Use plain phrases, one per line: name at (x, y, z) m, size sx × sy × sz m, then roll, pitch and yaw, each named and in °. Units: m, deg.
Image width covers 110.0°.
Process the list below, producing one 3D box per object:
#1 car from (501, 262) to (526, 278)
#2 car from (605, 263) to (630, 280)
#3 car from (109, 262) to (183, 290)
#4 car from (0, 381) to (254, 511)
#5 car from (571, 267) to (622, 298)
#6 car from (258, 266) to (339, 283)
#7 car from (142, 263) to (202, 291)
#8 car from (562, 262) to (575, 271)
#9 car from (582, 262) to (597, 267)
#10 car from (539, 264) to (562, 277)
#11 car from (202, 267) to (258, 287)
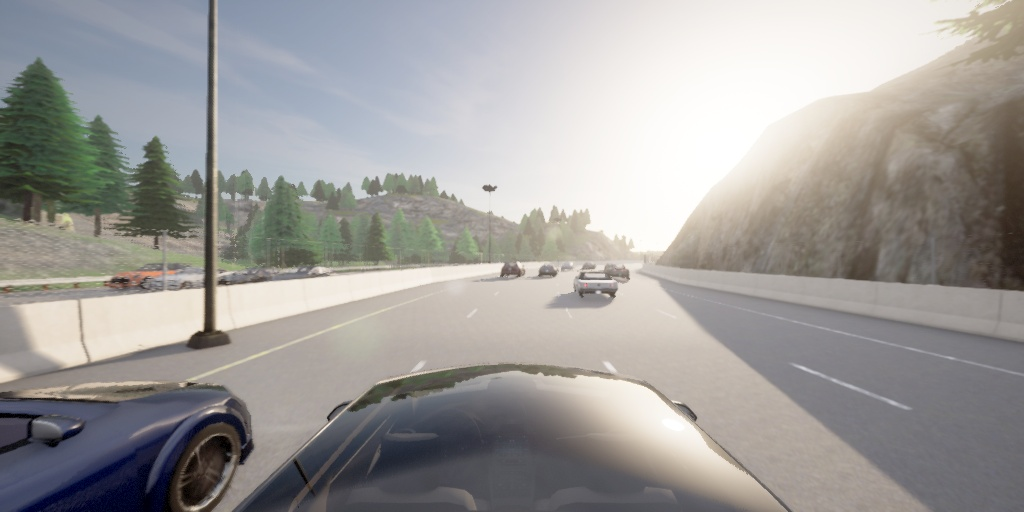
car at (0.196, 1.376, 38.696) m, size 2.097 × 1.767 × 4.553 m, roll 0°, pitch 0°, yaw 11°
car at (10.082, 1.498, 34.459) m, size 2.128 × 1.511 × 4.902 m, roll 0°, pitch -1°, yaw 10°
car at (-23.401, 1.226, 23.766) m, size 2.097 × 1.767 × 4.553 m, roll 0°, pitch 0°, yaw 6°
car at (-3.317, 1.307, 1.521) m, size 1.994 × 1.385 × 4.181 m, roll 0°, pitch 0°, yaw -1°
car at (4.468, 1.491, 19.788) m, size 1.895 × 1.301 × 4.718 m, roll 0°, pitch 0°, yaw 6°
car at (-12.955, 1.381, 22.711) m, size 2.128 × 1.511 × 4.902 m, roll 0°, pitch -1°, yaw 6°
car at (-19.976, 1.401, 22.859) m, size 1.812 × 1.442 × 4.674 m, roll 0°, pitch -1°, yaw 6°
car at (9.589, 1.729, 61.086) m, size 1.812 × 1.442 × 4.674 m, roll 0°, pitch -1°, yaw 18°
car at (13.644, 1.772, 63.165) m, size 2.033 × 1.411 × 5.357 m, roll 0°, pitch -1°, yaw 22°
car at (4.237, 1.610, 41.037) m, size 1.994 × 1.385 × 4.181 m, roll 0°, pitch -1°, yaw 12°
car at (-16.425, 1.430, 23.184) m, size 2.033 × 1.411 × 5.357 m, roll 0°, pitch 0°, yaw 6°
